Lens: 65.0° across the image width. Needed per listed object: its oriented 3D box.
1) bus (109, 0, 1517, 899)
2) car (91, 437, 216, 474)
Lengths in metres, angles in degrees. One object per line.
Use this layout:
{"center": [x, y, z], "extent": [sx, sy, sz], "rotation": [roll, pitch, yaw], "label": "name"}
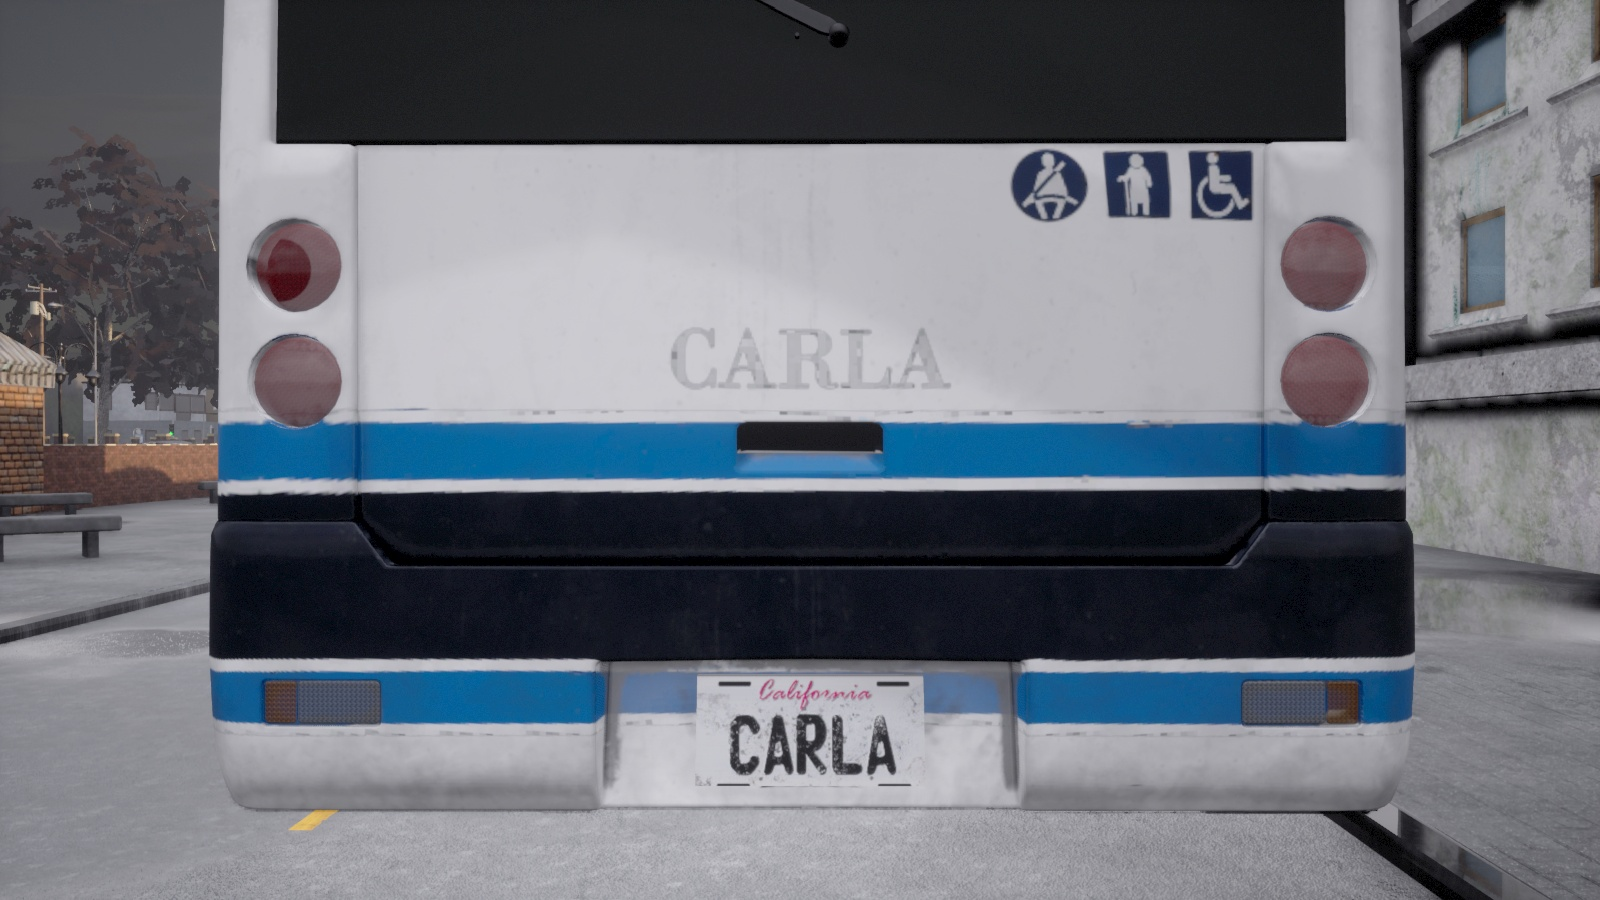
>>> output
{"center": [0.062, -0.679, 8.658], "extent": [3.944, 4.253, 10.273], "rotation": [0, 0, 0], "label": "bus"}
{"center": [-29.674, 0.241, 57.755], "extent": [4.611, 1.667, 2.242], "rotation": [0, 0, -2], "label": "car"}
